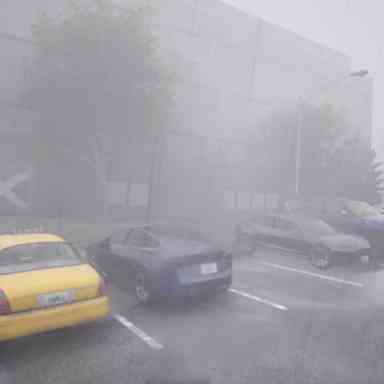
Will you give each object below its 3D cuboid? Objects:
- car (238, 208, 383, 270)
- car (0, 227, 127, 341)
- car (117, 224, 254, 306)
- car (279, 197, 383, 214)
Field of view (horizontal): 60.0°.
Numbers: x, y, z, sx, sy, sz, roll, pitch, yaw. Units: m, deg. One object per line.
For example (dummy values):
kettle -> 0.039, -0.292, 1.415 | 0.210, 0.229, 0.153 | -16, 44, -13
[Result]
car -> 3.554, 1.513, 11.469 | 2.163, 1.488, 4.792 | 0, 0, -36
car -> -3.392, 1.477, 6.775 | 1.946, 1.575, 5.366 | 0, 0, -36
car -> -1.027, 1.511, 8.271 | 2.163, 1.488, 4.792 | 0, 0, -36
car -> 5.828, 1.234, 13.093 | 2.435, 2.045, 5.566 | 0, 0, -36
